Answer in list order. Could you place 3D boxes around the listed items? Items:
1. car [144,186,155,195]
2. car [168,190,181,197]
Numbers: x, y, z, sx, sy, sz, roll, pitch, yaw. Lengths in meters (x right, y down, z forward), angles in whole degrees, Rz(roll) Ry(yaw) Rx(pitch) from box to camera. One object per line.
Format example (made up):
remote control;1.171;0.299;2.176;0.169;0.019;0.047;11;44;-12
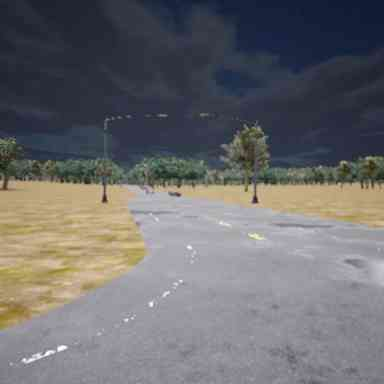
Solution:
car;-9.566;-0.163;77.208;2.128;1.511;4.902;1;1;-8
car;-3.572;0.234;67.114;1.895;1.301;4.718;1;1;-13
